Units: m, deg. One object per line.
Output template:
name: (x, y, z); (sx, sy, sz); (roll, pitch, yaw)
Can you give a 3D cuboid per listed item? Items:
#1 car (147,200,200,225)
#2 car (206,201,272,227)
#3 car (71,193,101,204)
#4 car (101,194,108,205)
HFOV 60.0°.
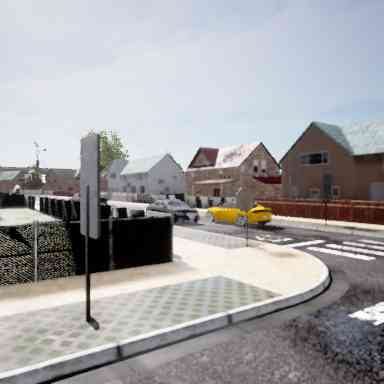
car: (-1.368, 1.300, 22.545); (2.128, 1.511, 4.902); (0, 1, -34)
car: (2.905, 1.313, 21.537); (1.882, 1.535, 5.008); (0, 1, -34)
car: (-12.951, 0.943, 39.715); (2.097, 1.767, 4.553); (0, 1, -34)
car: (-12.879, 1.035, 44.724); (2.128, 1.511, 4.902); (0, 1, -33)
